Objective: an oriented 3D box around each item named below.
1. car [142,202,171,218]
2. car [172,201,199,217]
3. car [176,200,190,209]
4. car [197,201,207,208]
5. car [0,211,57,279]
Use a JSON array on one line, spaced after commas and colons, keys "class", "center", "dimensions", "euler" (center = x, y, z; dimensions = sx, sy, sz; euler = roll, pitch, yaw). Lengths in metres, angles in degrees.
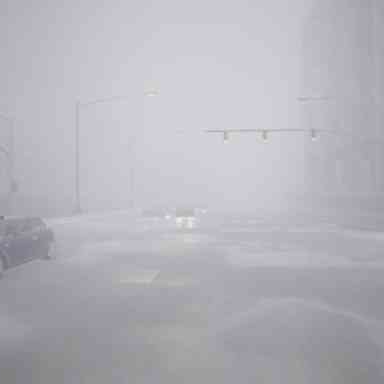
[{"class": "car", "center": [-4.145, 2.062, 37.373], "dimensions": [2.033, 1.411, 5.357], "euler": [-1, -1, 5]}, {"class": "car", "center": [-0.686, 2.030, 36.744], "dimensions": [1.994, 1.385, 4.181], "euler": [-1, -1, 5]}, {"class": "car", "center": [-1.678, 2.354, 63.202], "dimensions": [2.033, 1.411, 5.357], "euler": [-1, -1, 6]}, {"class": "car", "center": [1.636, 2.345, 61.230], "dimensions": [1.895, 1.301, 4.718], "euler": [-1, -1, 6]}, {"class": "car", "center": [-6.154, 1.554, 10.398], "dimensions": [2.097, 1.767, 4.553], "euler": [-1, -1, 4]}]
